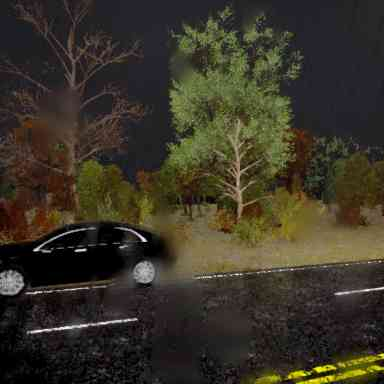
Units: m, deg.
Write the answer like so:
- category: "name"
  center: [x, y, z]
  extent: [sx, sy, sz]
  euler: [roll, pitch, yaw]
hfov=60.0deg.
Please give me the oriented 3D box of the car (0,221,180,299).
- category: "car"
  center: [-2.746, 1.523, 8.339]
  extent: [4.892, 1.490, 1.837]
  euler: [0, 0, -19]
